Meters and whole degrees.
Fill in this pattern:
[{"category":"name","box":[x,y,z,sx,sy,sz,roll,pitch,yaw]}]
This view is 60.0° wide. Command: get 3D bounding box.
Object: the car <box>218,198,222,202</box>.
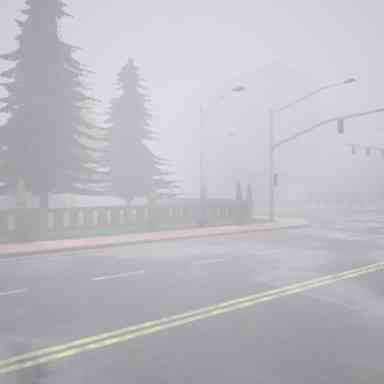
[{"category":"car","box":[3.335,1.471,43.409,1.812,1.442,4.674,0,0,-35]}]
